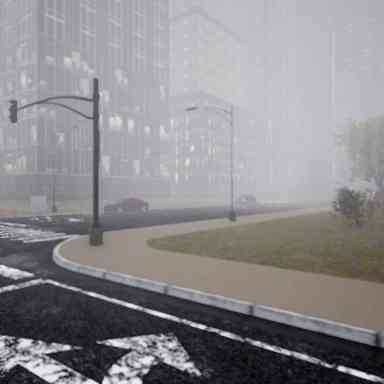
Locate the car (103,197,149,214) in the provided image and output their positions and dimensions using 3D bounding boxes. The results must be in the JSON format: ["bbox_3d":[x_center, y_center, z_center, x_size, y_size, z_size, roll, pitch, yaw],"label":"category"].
[{"bbox_3d":[-6.420,1.269,32.738,1.882,1.535,5.008,0,0,37],"label":"car"}]

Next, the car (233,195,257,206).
[{"bbox_3d":[8.292,1.180,52.134,2.097,1.767,4.553,0,0,37],"label":"car"}]
